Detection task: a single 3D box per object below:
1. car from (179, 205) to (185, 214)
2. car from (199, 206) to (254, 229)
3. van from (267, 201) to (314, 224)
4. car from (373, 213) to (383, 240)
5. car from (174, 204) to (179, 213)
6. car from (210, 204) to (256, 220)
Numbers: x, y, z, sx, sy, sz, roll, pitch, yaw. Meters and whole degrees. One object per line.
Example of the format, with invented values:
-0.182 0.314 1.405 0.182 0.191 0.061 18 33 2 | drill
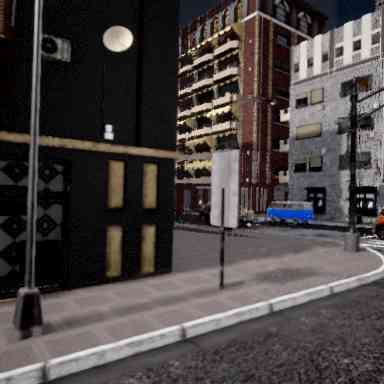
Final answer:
-2.469 2.117 42.308 1.802 1.307 4.206 1 -1 -36 | car
2.201 1.674 22.337 1.947 1.339 4.313 1 -1 -36 | car
8.175 1.703 27.960 1.690 1.788 3.998 1 -1 -36 | van
10.879 1.421 15.038 2.097 1.767 4.553 2 -2 -36 | car
-3.782 1.925 35.108 1.895 1.301 4.718 2 -2 -36 | car
4.055 1.953 33.511 1.752 1.417 4.829 1 -1 -36 | car
